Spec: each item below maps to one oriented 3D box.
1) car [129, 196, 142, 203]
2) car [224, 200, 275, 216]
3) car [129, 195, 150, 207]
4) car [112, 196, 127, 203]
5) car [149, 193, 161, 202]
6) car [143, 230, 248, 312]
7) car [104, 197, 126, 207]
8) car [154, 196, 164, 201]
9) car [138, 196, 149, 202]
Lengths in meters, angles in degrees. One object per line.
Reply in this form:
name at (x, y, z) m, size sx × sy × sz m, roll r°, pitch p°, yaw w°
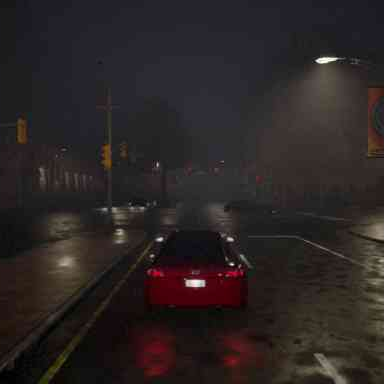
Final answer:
car at (-11.529, 1.564, 68.279) m, size 1.994 × 1.385 × 4.181 m, roll 0°, pitch 0°, yaw 0°
car at (5.506, 1.505, 31.946) m, size 4.892 × 1.490 × 1.837 m, roll 0°, pitch 1°, yaw 17°
car at (-8.113, 1.505, 50.778) m, size 1.837 × 1.490 × 4.892 m, roll 0°, pitch 0°, yaw 0°
car at (-14.775, 1.595, 67.921) m, size 1.895 × 1.301 × 4.718 m, roll 0°, pitch 0°, yaw 0°
car at (-8.026, 1.221, 68.872) m, size 2.150 × 2.045 × 5.566 m, roll 0°, pitch 0°, yaw 0°
car at (0.072, 1.564, 7.814) m, size 1.994 × 1.385 × 4.181 m, roll 0°, pitch 0°, yaw 0°
car at (-11.808, 1.601, 50.185) m, size 1.895 × 1.301 × 4.718 m, roll 0°, pitch 0°, yaw 3°
car at (-8.031, 1.595, 81.552) m, size 1.895 × 1.301 × 4.718 m, roll 0°, pitch 0°, yaw 0°
car at (-11.530, 1.553, 79.295) m, size 1.994 × 1.385 × 4.181 m, roll 0°, pitch 0°, yaw 0°
